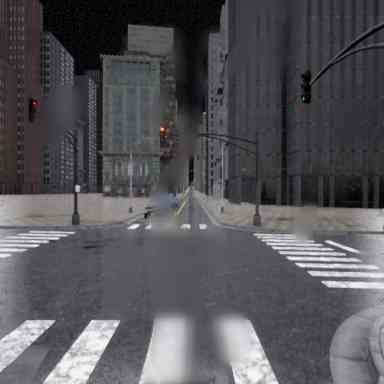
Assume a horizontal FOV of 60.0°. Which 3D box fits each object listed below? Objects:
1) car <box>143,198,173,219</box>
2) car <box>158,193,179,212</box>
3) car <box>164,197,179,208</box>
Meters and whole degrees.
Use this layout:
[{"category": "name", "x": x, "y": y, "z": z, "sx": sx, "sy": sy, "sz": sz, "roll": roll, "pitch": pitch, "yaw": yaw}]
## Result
[{"category": "car", "x": -3.112, "y": 1.557, "z": 29.833, "sx": 2.033, "sy": 1.411, "sz": 5.357, "roll": 0, "pitch": 0, "yaw": 0}, {"category": "car", "x": -3.113, "y": 1.235, "z": 40.084, "sx": 2.150, "sy": 2.045, "sz": 5.566, "roll": 0, "pitch": 0, "yaw": 0}, {"category": "car", "x": -3.107, "y": 1.495, "z": 50.531, "sx": 1.882, "sy": 1.535, "sz": 5.008, "roll": 0, "pitch": 0, "yaw": 0}]
